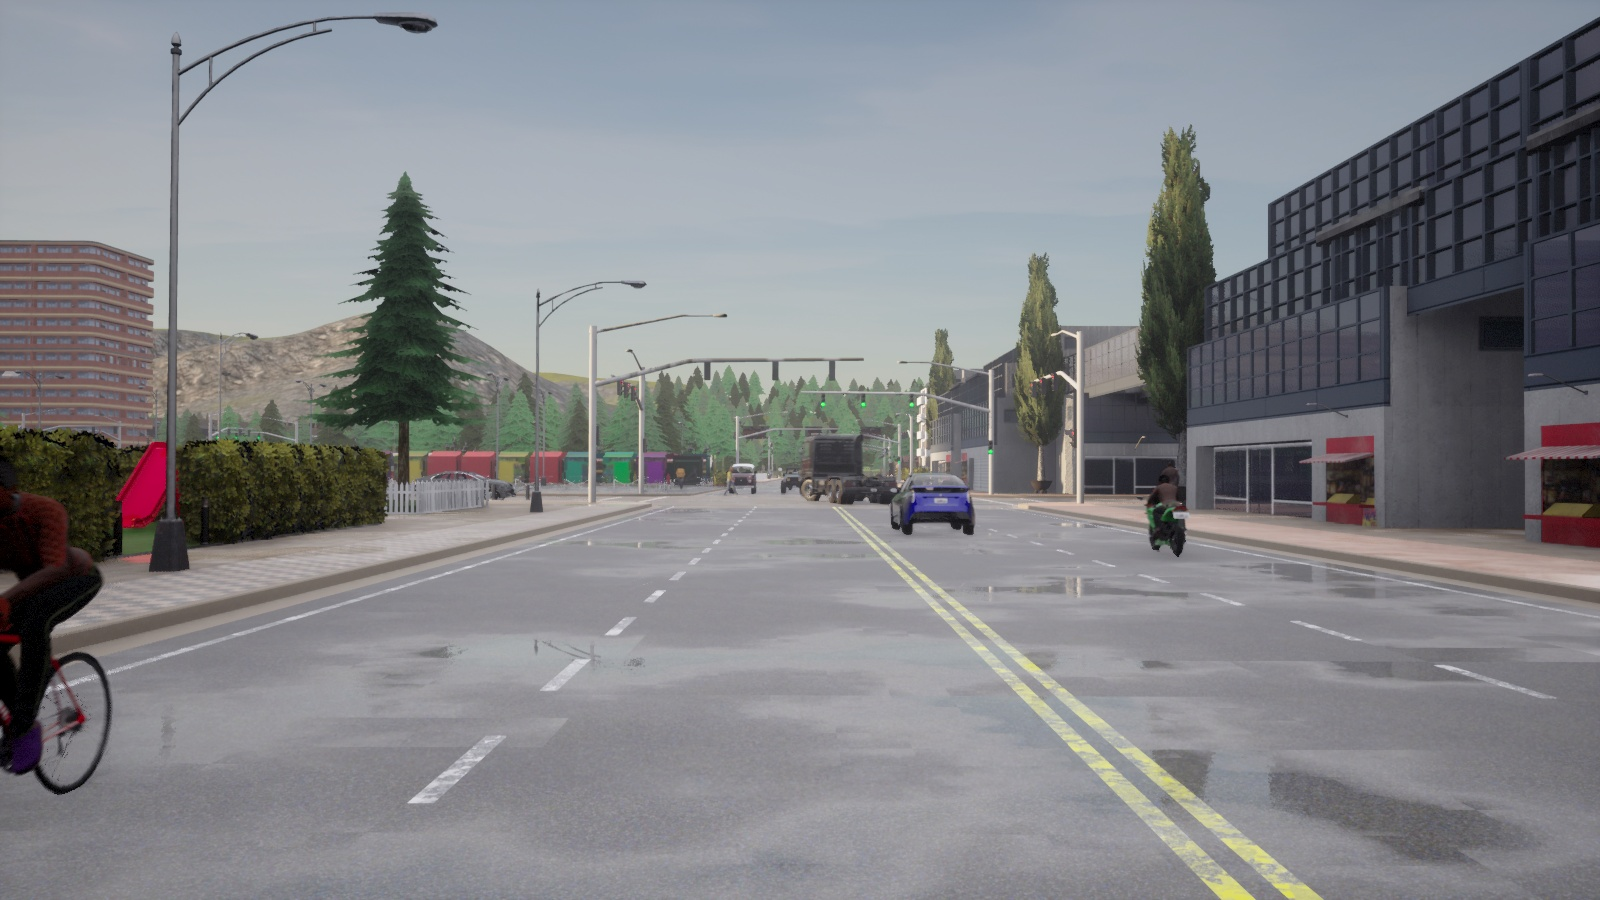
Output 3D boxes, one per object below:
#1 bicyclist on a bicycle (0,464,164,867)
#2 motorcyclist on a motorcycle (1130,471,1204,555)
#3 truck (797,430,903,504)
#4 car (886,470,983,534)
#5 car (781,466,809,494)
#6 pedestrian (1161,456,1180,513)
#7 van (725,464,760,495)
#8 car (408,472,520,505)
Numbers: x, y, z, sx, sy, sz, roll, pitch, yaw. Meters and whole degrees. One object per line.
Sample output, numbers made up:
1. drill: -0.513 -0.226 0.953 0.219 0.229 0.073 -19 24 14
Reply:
1. bicyclist on a bicycle: -3.514 0.874 5.531 0.582 1.620 1.656 0 -1 0
2. motorcyclist on a motorcycle: 6.941 1.169 23.861 0.797 1.523 2.044 0 -1 0
3. truck: 2.332 0.866 62.243 2.891 3.462 7.936 0 -1 -16
4. car: 3.419 1.295 32.681 2.007 1.525 4.514 0 -1 0
5. car: -0.334 2.079 87.593 1.905 1.878 3.866 0 -1 1
6. pedestrian: 11.733 1.092 39.771 0.328 1.805 0.869 0 -1 0
7. van: -3.870 1.979 85.083 2.069 2.038 4.480 0 -1 1
8. car: -16.275 1.858 61.007 4.902 1.511 2.128 0 -1 0
